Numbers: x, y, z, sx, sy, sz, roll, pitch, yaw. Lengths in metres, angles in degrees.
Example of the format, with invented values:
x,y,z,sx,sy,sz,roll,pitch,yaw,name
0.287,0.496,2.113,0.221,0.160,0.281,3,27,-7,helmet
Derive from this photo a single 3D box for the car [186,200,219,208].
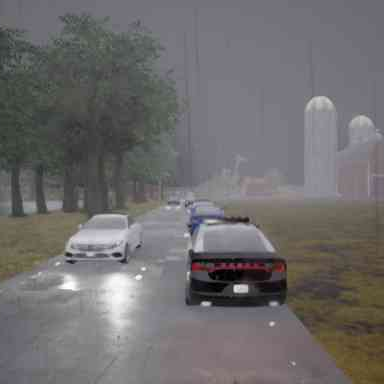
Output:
x,y,z,sx,sy,sz,roll,pitch,yaw,name
0.794,1.418,18.008,1.882,1.535,5.008,0,0,0,car

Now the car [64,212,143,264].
x,y,z,sx,sy,sz,roll,pitch,yaw,name
-2.870,1.485,11.737,1.812,1.442,4.674,0,0,0,car

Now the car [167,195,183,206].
x,y,z,sx,sy,sz,roll,pitch,yaw,name
-2.925,1.409,52.980,1.882,1.535,5.008,0,0,0,car

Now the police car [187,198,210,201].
x,y,z,sx,sy,sz,roll,pitch,yaw,name
0.783,1.350,24.119,1.930,1.638,5.238,0,0,0,police car

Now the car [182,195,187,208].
x,y,z,sx,sy,sz,roll,pitch,yaw,name
-0.054,1.519,47.075,1.895,1.301,4.718,0,0,1,car

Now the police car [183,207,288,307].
x,y,z,sx,sy,sz,roll,pitch,yaw,name
0.811,1.396,8.118,1.930,1.638,5.238,0,0,0,police car
